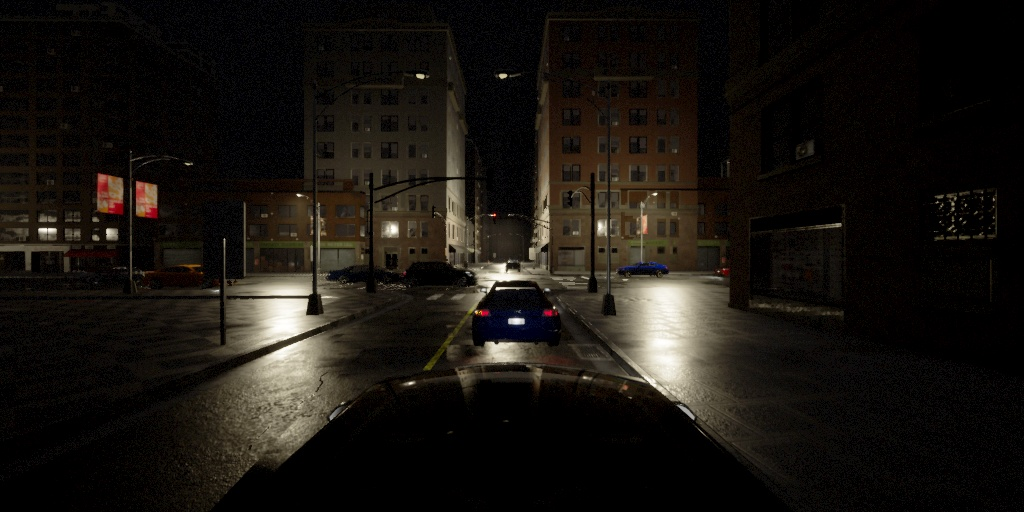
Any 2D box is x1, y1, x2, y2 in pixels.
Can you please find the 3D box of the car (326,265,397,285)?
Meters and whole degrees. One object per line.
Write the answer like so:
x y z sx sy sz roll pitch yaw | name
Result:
-10.439 1.329 25.943 5.357 1.411 2.033 0 0 0 | car

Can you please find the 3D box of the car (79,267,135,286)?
-27.829 1.449 25.856 4.718 1.301 1.895 0 0 0 | car

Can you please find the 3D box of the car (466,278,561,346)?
0.096 1.314 9.387 1.994 1.385 4.181 0 0 0 | car

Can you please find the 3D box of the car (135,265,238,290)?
-20.171 1.299 22.647 5.008 1.535 1.882 0 0 0 | car

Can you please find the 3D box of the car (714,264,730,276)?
20.896 1.225 32.793 4.181 1.385 1.994 0 0 0 | car

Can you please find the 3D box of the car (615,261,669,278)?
11.856 1.217 32.753 4.674 1.442 1.812 0 0 0 | car

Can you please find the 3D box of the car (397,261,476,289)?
-4.511 1.108 22.723 4.553 1.767 2.097 0 0 0 | car

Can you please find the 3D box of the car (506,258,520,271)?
0.127 1.261 47.831 2.128 1.511 4.902 0 0 0 | car
